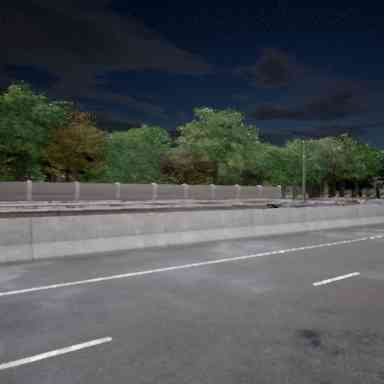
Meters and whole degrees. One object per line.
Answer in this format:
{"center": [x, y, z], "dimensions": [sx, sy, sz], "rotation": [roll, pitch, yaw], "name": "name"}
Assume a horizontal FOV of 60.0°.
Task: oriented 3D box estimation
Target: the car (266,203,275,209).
{"center": [11.603, 1.735, 42.335], "dimensions": [4.718, 1.301, 1.895], "rotation": [0, 0, -35], "name": "car"}

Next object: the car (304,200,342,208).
{"center": [14.579, 1.728, 35.865], "dimensions": [4.718, 1.301, 1.895], "rotation": [0, 0, -35], "name": "car"}

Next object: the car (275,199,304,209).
{"center": [12.319, 1.632, 38.551], "dimensions": [4.892, 1.490, 1.837], "rotation": [0, 0, -35], "name": "car"}

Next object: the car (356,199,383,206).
{"center": [18.821, 1.489, 34.575], "dimensions": [4.553, 1.767, 2.097], "rotation": [0, 0, -35], "name": "car"}
